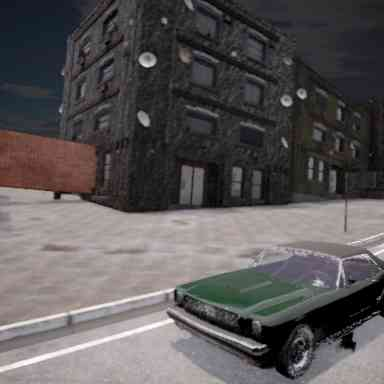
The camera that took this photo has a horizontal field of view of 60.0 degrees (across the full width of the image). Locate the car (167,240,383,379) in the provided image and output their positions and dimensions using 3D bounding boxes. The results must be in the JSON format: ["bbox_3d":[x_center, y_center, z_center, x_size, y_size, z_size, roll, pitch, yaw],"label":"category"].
[{"bbox_3d":[1.930,1.595,5.674,4.718,1.301,1.895,0,0,-39],"label":"car"}]
